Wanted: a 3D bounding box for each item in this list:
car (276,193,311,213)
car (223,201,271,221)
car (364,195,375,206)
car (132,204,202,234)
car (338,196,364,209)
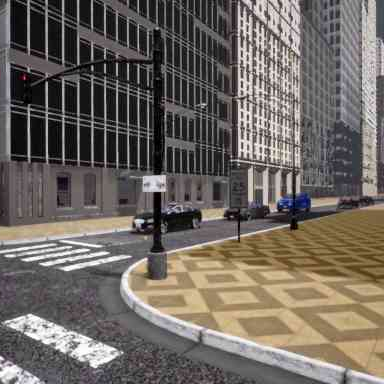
[{"bbox_3d":[11.010,1.113,35.650,2.150,2.045,5.566,0,0,37],"label":"car"},{"bbox_3d":[4.596,1.472,27.098,2.033,1.411,5.357,0,0,37],"label":"car"},{"bbox_3d":[27.065,1.313,51.786,1.837,1.490,4.892,0,0,37],"label":"car"},{"bbox_3d":[-1.321,1.447,19.194,2.128,1.511,4.902,0,0,37],"label":"car"},{"bbox_3d":[19.897,1.339,42.206,2.128,1.511,4.902,0,0,37],"label":"car"}]
